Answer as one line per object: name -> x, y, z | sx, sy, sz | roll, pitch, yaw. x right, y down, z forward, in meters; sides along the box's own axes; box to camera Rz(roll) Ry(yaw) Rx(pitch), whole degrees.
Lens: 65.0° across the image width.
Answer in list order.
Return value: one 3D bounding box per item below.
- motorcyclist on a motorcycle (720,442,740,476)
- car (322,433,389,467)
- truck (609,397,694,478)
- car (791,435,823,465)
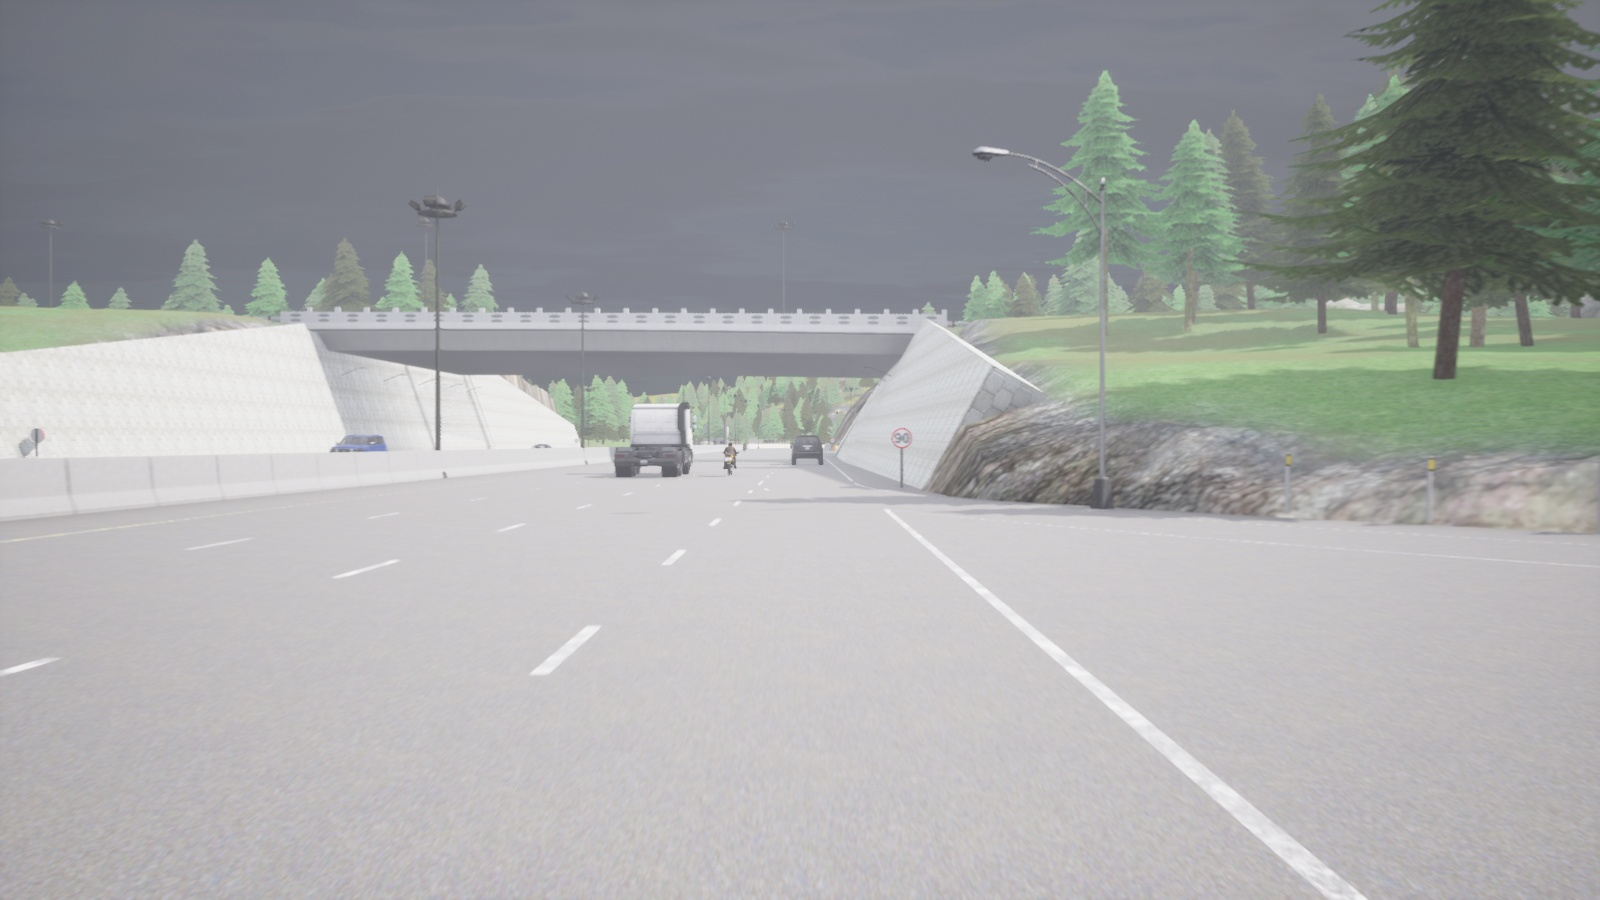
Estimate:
motorcyclist on a motorcycle -> -3.161, 0.408, 56.879 | 0.797, 1.523, 2.044 | 0, 0, 0
car -> -27.541, 0.007, 78.072 | 2.150, 2.045, 5.566 | 0, 0, 0
truck -> -6.657, -0.561, 57.455 | 2.891, 3.462, 7.936 | 0, 0, 0
car -> 0.511, -0.020, 87.181 | 2.150, 2.045, 5.566 | 0, 0, 0
